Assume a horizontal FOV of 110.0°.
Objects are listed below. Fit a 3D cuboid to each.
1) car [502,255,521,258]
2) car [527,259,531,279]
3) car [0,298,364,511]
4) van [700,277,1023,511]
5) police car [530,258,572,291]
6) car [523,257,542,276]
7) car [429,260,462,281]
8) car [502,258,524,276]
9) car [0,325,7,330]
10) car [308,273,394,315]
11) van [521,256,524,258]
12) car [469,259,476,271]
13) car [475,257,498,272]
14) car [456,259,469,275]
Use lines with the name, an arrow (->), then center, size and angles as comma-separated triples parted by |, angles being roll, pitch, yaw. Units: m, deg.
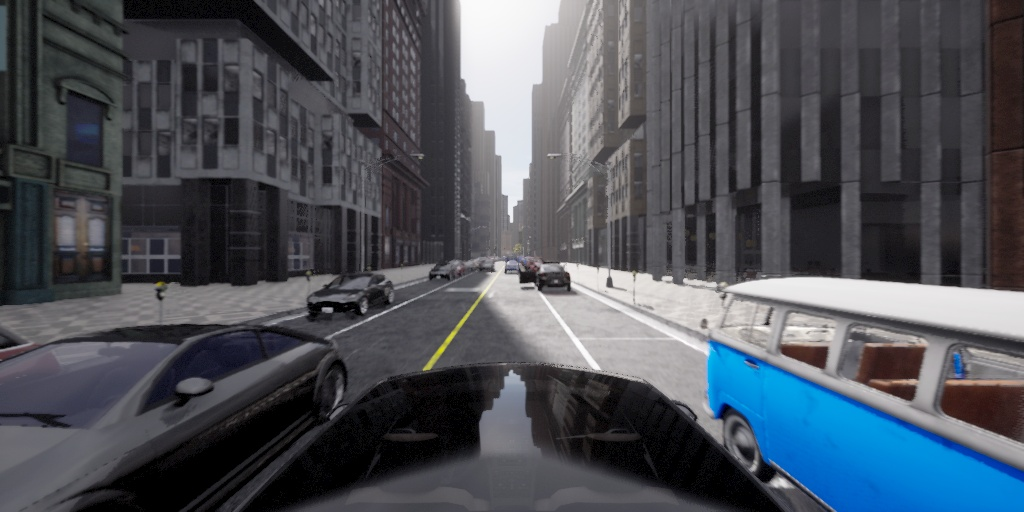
car -> -0.002, 0.933, 57.821 | 2.150, 2.045, 5.566 | 0, 0, 0
car -> 2.761, 1.271, 35.917 | 1.888, 1.381, 4.507 | 0, 0, 0
car -> -3.101, 1.313, 2.925 | 1.994, 1.385, 4.181 | 0, 0, 0
van -> 2.762, 1.091, 2.097 | 1.690, 1.789, 3.998 | 0, 0, 0
police car -> 2.365, 1.161, 21.823 | 1.930, 1.638, 5.238 | 0, 0, 0
car -> 2.761, 1.037, 41.554 | 2.192, 1.841, 5.009 | 0, 0, 0
car -> -5.764, 1.296, 30.271 | 1.948, 1.339, 4.313 | 0, 0, 0
car -> 0.037, 1.269, 42.482 | 2.033, 1.411, 5.357 | 0, 0, 1
car -> -5.763, 1.189, 2.090 | 1.967, 1.591, 4.097 | 0, 0, 0
car -> -5.763, 1.307, 13.361 | 1.948, 1.339, 4.313 | 0, 0, 0
van -> 2.761, 1.052, 58.464 | 1.690, 1.789, 3.998 | 0, 0, 0
car -> -5.764, 1.269, 47.179 | 2.007, 1.370, 4.403 | 0, 0, 0
car -> -3.085, 1.223, 44.521 | 1.837, 1.490, 4.892 | 0, 1, 0
car -> -5.764, 1.166, 35.907 | 1.967, 1.591, 4.097 | 0, 0, 0
